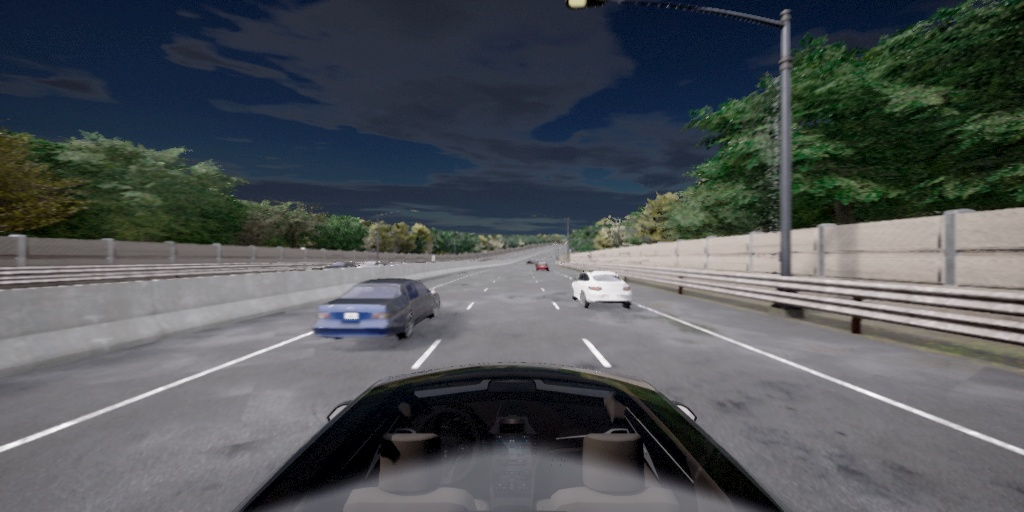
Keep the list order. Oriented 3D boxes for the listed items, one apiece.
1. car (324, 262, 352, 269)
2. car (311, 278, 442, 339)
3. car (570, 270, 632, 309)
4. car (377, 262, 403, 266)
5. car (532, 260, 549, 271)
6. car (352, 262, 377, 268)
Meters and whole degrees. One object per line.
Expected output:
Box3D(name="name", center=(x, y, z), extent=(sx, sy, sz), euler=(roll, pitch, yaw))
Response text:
Box3D(name="car", center=(-20.384, 1.426, 42.986), extent=(2.033, 1.411, 5.357), euler=(0, 0, 2))
Box3D(name="car", center=(-3.375, 1.315, 10.056), extent=(2.033, 1.411, 5.357), euler=(0, 0, 0))
Box3D(name="car", center=(3.672, 1.331, 15.257), extent=(1.812, 1.442, 4.674), euler=(0, 0, 1))
Box3D(name="car", center=(-13.443, 1.455, 41.275), extent=(1.994, 1.385, 4.181), euler=(0, 0, 2))
Box3D(name="car", center=(4.673, 1.584, 55.528), extent=(2.163, 1.488, 4.792), euler=(0, -1, 3))
Box3D(name="car", center=(-16.887, 1.416, 42.923), extent=(1.812, 1.442, 4.674), euler=(0, 0, 2))
